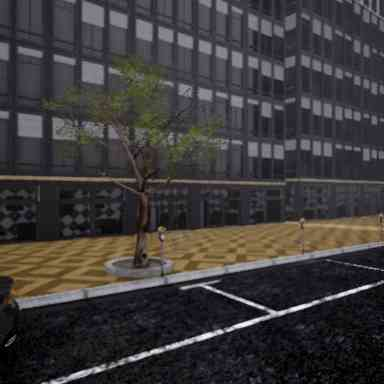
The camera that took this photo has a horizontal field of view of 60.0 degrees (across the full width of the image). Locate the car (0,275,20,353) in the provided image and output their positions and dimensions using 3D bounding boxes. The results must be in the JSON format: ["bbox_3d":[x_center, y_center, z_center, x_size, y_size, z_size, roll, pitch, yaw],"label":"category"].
[{"bbox_3d":[-4.294,1.536,3.507,4.403,1.369,2.008,1,-1,-35],"label":"car"}]
